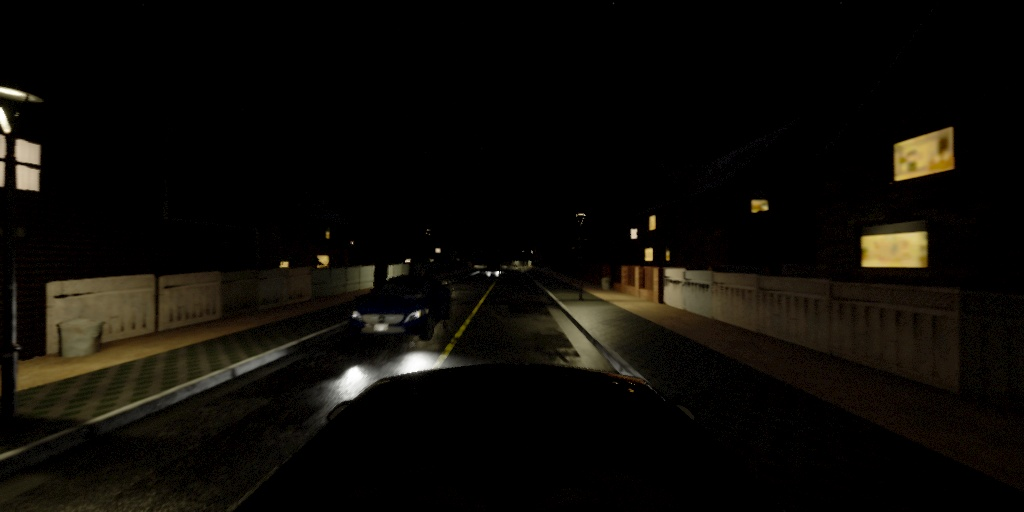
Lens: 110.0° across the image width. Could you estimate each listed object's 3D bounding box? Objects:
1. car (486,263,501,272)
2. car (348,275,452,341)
[{"bbox_3d":[-2.761,1.683,54.573,1.994,1.385,4.181,0,0,0],"label":"car"},{"bbox_3d":[-2.853,1.303,10.141,1.812,1.442,4.674,0,0,0],"label":"car"}]
